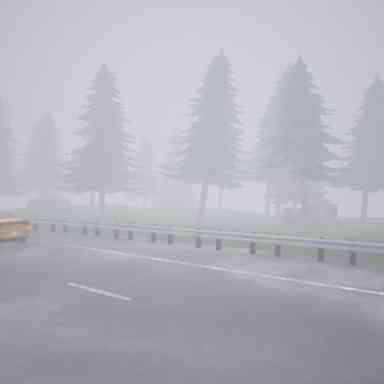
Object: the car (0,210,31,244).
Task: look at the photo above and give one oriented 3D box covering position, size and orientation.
[{"bbox_3d":[-9.115,1.485,14.477,5.008,1.535,1.882,0,0,32],"label":"car"}]
